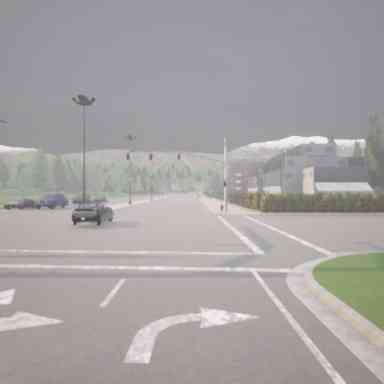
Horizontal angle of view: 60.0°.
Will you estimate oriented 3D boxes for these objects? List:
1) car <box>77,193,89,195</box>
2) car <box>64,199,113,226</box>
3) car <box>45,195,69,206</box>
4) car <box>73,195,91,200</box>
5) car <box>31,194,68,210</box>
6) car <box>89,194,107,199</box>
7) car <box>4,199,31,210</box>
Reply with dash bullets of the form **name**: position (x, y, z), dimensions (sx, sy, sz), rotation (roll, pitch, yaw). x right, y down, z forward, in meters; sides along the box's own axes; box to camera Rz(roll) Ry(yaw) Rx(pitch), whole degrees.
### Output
- **car**: position (-22.060, 1.240, 66.960), dimensions (2.150, 2.045, 5.566), rotation (0, 0, 0)
- **car**: position (-6.931, 1.496, 23.592), dimensions (2.128, 1.511, 4.902), rotation (0, 0, 0)
- **car**: position (-22.131, 1.366, 54.634), dimensions (2.097, 1.767, 4.553), rotation (0, 0, 0)
- **car**: position (-18.624, 1.613, 56.220), dimensions (1.895, 1.301, 4.718), rotation (0, 0, 0)
- **car**: position (-18.633, 1.231, 44.112), dimensions (2.150, 2.045, 5.566), rotation (0, 0, 1)
- **car**: position (-18.558, 1.554, 67.316), dimensions (2.033, 1.411, 5.357), rotation (0, 0, 0)
- **car**: position (-22.104, 1.557, 43.429), dimensions (2.033, 1.411, 5.357), rotation (0, 0, 3)
